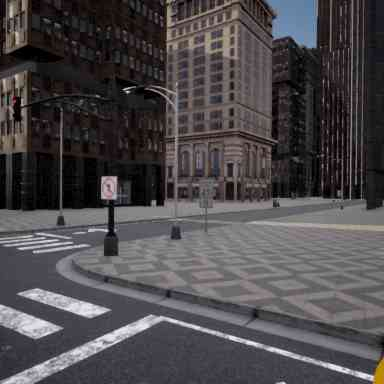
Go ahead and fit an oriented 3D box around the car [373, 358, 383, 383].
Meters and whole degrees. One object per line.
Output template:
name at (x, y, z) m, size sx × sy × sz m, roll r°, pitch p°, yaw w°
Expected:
car at (3.469, 1.478, 1.219) m, size 5.008 × 1.535 × 1.882 m, roll 0°, pitch 0°, yaw 35°
